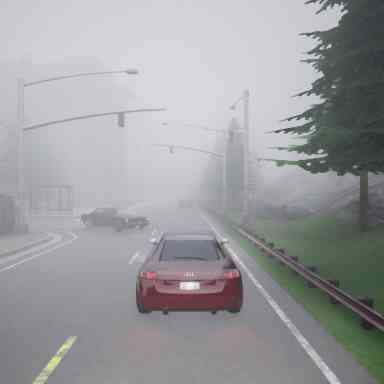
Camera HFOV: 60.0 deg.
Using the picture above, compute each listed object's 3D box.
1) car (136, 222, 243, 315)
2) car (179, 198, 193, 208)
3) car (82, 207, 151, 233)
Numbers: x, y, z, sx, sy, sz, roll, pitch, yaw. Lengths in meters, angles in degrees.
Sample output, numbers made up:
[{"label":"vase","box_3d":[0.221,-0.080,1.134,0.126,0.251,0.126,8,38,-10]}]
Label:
[{"label":"car","box_3d":[-0.072,1.564,7.657,1.994,1.385,4.181,0,0,-1]},{"label":"car","box_3d":[-0.917,1.564,47.978,1.994,1.385,4.181,0,0,-1]},{"label":"car","box_3d":[-4.549,1.597,19.748,4.718,1.301,1.895,0,0,43]}]
